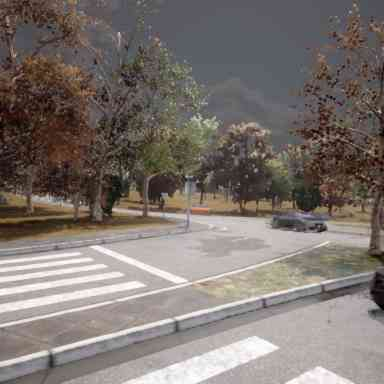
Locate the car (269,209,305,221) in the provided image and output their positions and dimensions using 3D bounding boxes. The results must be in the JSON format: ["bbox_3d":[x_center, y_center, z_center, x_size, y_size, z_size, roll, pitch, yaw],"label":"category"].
[{"bbox_3d":[13.749,3.350,48.181,4.902,1.511,2.128,4,-3,-30],"label":"car"}]

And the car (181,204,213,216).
[{"bbox_3d":[0.739,2.532,48.624,4.553,1.767,2.097,4,-2,-3],"label":"car"}]

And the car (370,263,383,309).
[{"bbox_3d":[5.418,1.612,6.544,4.181,1.385,1.994,1,-1,-33],"label":"car"}]

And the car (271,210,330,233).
[{"bbox_3d":[7.713,2.162,24.245,1.994,1.385,4.181,4,-2,-25],"label":"car"}]

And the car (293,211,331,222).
[{"bbox_3d":[19.458,3.937,53.897,5.357,1.411,2.033,3,-2,-8],"label":"car"}]
